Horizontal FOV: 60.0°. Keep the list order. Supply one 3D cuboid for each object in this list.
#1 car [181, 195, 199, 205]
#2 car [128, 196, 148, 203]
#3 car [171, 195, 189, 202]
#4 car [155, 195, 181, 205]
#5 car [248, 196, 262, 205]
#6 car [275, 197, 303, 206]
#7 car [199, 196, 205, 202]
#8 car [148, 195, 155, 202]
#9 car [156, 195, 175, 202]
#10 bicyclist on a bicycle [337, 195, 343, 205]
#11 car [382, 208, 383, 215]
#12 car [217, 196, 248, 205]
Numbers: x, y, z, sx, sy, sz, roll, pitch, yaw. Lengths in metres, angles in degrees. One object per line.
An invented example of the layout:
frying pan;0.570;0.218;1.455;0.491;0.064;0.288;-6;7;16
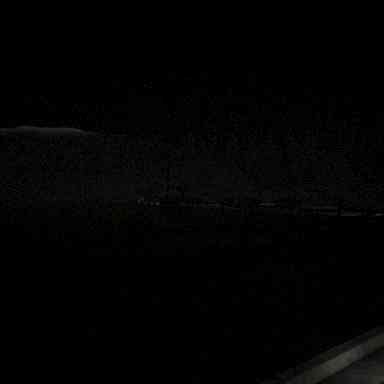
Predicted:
car;-1.157;1.526;61.210;1.812;1.442;4.674;0;0;-33
car;-11.765;1.478;70.192;1.882;1.535;5.008;0;0;-35
car;-2.760;1.500;75.520;1.837;1.490;4.892;0;0;-35
car;-4.357;1.564;59.655;1.994;1.385;4.181;0;0;-35
car;9.854;1.505;57.650;1.837;1.490;4.892;0;0;-35
car;15.919;1.491;55.064;2.128;1.511;4.902;0;0;-35
car;0.978;1.595;76.281;1.895;1.301;4.718;0;0;-35
car;-8.913;1.500;72.104;1.837;1.490;4.892;0;0;-35
car;-5.947;1.500;73.971;1.837;1.490;4.892;0;0;-35
bicyclist on a bicycle;23.074;1.302;51.786;1.656;1.620;0.582;0;0;-35
car;18.263;1.601;27.326;1.895;1.301;4.718;0;0;-35
car;6.403;1.547;56.496;2.033;1.411;5.357;0;0;-35
